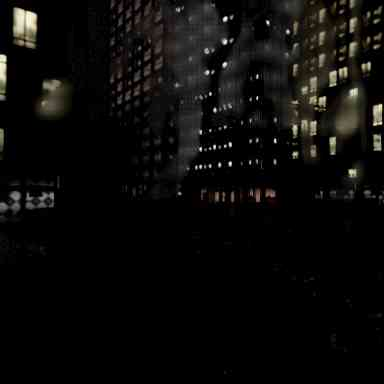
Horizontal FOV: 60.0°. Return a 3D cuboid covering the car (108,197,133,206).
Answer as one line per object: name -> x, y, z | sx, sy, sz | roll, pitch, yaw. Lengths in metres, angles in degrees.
car -> -10.238, 1.308, 47.579 | 1.895, 1.301, 4.718 | 1, 0, -36
